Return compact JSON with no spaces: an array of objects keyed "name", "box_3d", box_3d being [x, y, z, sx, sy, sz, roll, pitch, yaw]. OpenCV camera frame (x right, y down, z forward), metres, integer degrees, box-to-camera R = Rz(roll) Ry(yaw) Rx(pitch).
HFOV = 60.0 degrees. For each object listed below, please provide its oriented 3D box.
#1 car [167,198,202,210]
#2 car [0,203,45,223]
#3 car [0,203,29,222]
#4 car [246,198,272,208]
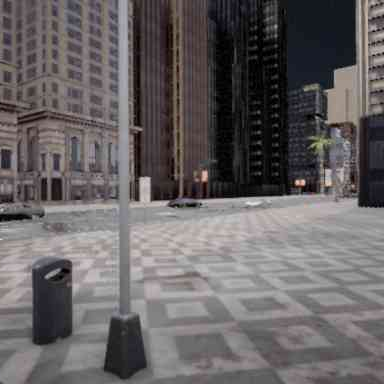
[{"name":"car","box_3d":[-0.696,1.585,42.545,1.895,1.301,4.718,-1,0,35]},{"name":"car","box_3d":[-13.363,1.584,24.491,2.128,1.511,4.902,-1,0,35]},{"name":"car","box_3d":[-16.068,1.671,26.292,2.033,1.411,5.357,-1,0,35]},{"name":"car","box_3d":[9.176,1.490,45.158,1.895,1.301,4.718,-1,0,35]}]
